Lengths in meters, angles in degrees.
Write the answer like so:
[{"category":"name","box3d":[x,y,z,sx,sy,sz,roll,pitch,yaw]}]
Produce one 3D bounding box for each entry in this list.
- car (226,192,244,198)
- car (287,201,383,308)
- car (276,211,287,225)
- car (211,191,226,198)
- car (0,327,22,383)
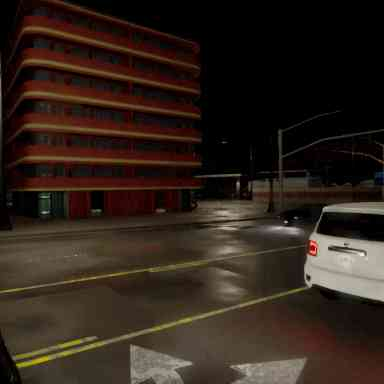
[{"category":"car","box3d":[11.360,0.818,85.096,3.806,1.475,1.970,-1,1,-35]},{"category":"car","box3d":[4.767,1.218,7.130,5.566,2.045,2.150,0,0,-35]},{"category":"car","box3d":[8.079,1.495,22.504,5.357,1.411,2.033,0,0,-35]},{"category":"car","box3d":[7.393,0.671,89.321,4.611,1.667,2.242,-1,1,-35]},{"category":"car","box3d":[-3.674,1.222,1.131,5.566,2.045,2.150,0,0,-35]}]
